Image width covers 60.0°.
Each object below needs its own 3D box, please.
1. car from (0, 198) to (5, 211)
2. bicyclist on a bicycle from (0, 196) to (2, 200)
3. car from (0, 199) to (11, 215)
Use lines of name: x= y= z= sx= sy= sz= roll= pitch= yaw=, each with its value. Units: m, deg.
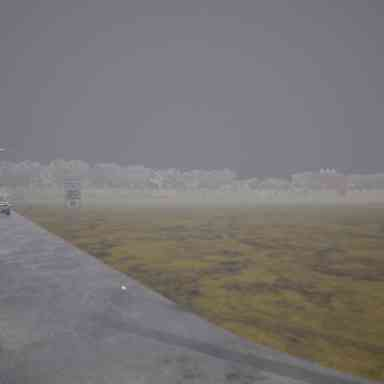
car: x=-25.701 y=1.667 z=43.563 sx=1.837 sy=1.490 sz=4.892 roll=-1 pitch=1 yaw=-32
bicyclist on a bicycle: x=-29.330 y=1.513 z=50.761 sx=0.659 sy=1.776 sz=1.843 roll=-1 pitch=1 yaw=-32
car: x=-19.938 y=1.650 z=34.456 sx=2.128 sy=1.511 sz=4.902 roll=-1 pitch=1 yaw=-32
